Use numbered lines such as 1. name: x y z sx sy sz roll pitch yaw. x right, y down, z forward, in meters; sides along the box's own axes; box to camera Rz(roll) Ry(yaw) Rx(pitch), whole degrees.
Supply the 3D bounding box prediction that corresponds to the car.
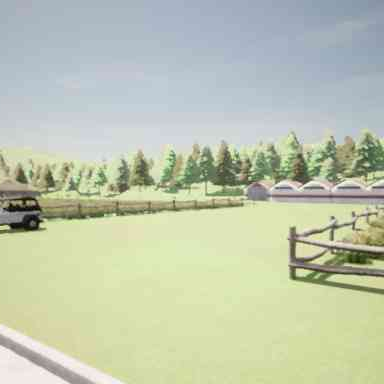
1. car: -9.888 1.186 17.583 1.905 1.878 3.866 0 0 35
